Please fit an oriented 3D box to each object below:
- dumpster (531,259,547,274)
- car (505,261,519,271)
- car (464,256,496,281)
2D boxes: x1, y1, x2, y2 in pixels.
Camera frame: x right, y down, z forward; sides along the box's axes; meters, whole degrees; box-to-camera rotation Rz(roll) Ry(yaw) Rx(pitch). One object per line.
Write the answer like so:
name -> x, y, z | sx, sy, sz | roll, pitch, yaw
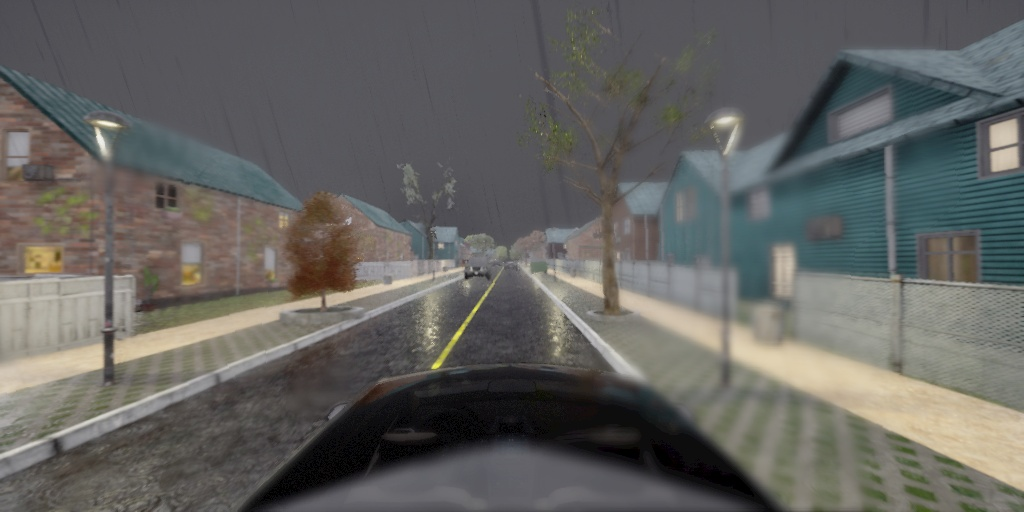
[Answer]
dumpster -> 3.019, 1.218, 40.054 | 1.020, 1.700, 1.940 | 0, 0, 0
car -> 0.032, 1.386, 51.146 | 1.812, 1.442, 4.674 | 0, 0, 0
car -> -2.840, 1.018, 31.383 | 2.150, 2.045, 5.566 | 0, 0, 0
